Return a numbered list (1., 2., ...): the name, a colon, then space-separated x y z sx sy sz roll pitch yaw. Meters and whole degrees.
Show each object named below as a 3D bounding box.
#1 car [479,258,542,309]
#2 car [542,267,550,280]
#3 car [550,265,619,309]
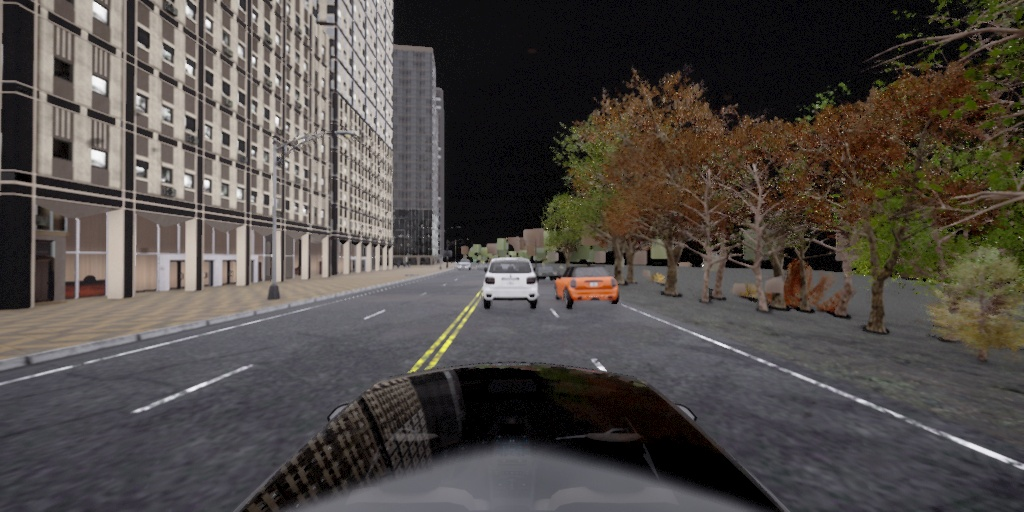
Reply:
1. car: -0.087 1.098 15.918 2.150 2.045 5.566 0 0 -1
2. car: 2.815 1.582 31.138 1.895 1.301 4.718 -2 -2 -2
3. car: 3.147 1.198 16.018 2.097 1.767 4.553 -1 -2 -1
